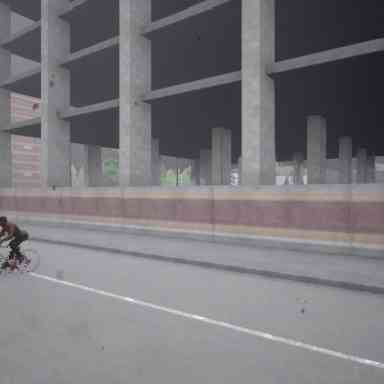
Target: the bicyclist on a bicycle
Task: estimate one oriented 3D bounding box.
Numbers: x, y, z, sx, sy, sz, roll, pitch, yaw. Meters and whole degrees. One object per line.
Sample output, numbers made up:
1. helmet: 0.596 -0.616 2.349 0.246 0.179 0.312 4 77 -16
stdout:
1. bicyclist on a bicycle: -4.790 1.451 8.726 0.582 1.620 1.656 0 1 35
